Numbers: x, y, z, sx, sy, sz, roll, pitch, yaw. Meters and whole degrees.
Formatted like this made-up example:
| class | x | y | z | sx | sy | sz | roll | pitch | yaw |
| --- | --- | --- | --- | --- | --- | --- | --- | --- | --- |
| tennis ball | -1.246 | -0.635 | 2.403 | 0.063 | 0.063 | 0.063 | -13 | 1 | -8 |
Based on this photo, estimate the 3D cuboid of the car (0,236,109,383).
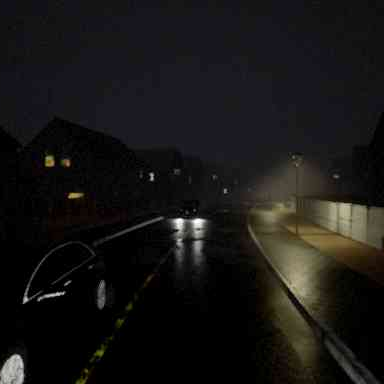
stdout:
| class | x | y | z | sx | sy | sz | roll | pitch | yaw |
| --- | --- | --- | --- | --- | --- | --- | --- | --- | --- |
| car | -2.619 | 1.491 | 4.782 | 1.837 | 1.490 | 4.892 | 0 | 0 | 3 |

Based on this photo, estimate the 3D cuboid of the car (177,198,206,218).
| class | x | y | z | sx | sy | sz | roll | pitch | yaw |
| --- | --- | --- | --- | --- | --- | --- | --- | --- | --- |
| car | 0.076 | 1.342 | 28.543 | 1.837 | 1.490 | 4.892 | 0 | 0 | 11 |
